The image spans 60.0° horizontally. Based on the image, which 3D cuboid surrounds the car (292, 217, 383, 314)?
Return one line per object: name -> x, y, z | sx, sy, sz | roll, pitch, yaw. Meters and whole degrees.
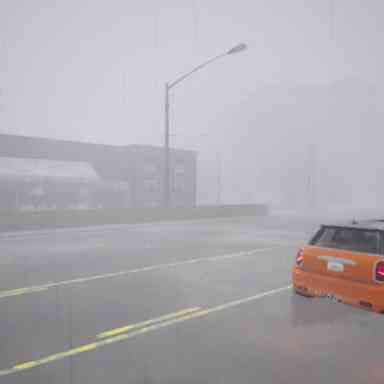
car -> 4.267, 1.376, 7.385 | 4.553, 1.767, 2.097 | 0, 0, -39
